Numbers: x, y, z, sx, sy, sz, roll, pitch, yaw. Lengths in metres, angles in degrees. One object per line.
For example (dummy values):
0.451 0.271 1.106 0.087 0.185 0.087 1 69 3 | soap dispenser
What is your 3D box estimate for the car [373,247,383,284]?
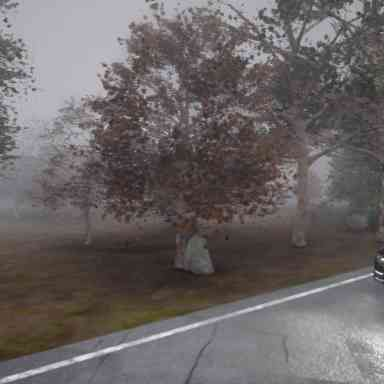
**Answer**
6.380 1.490 8.236 4.902 1.511 2.128 0 0 -35 | car
